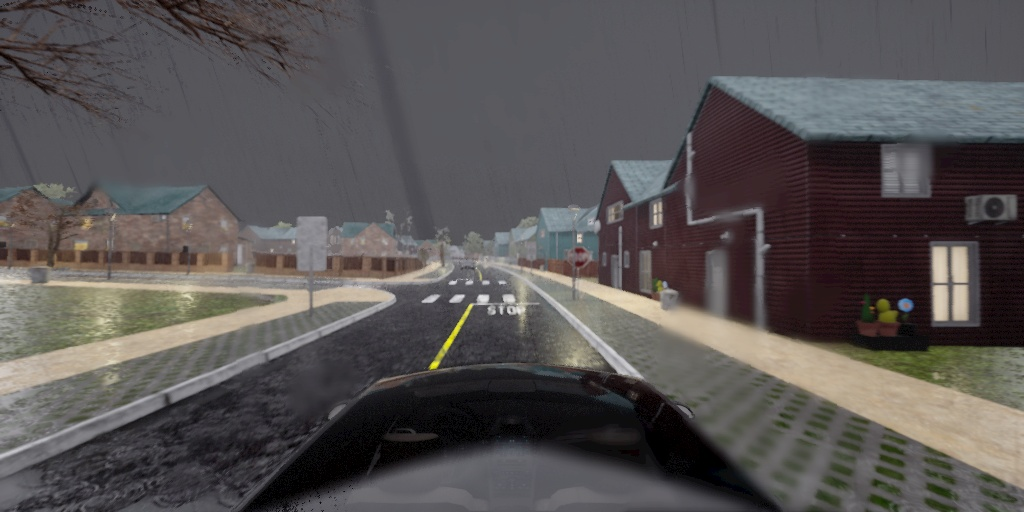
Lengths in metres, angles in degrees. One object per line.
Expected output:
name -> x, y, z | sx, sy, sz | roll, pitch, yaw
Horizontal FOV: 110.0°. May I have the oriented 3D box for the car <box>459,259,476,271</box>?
car -> -5.608, 1.122, 45.340 | 1.837, 1.490, 4.892 | 0, 1, -7
